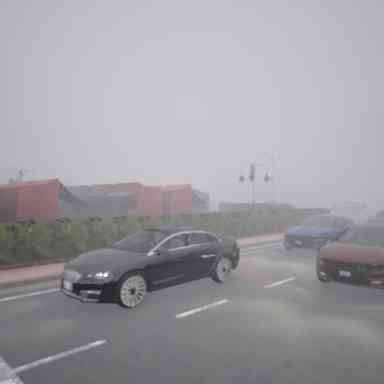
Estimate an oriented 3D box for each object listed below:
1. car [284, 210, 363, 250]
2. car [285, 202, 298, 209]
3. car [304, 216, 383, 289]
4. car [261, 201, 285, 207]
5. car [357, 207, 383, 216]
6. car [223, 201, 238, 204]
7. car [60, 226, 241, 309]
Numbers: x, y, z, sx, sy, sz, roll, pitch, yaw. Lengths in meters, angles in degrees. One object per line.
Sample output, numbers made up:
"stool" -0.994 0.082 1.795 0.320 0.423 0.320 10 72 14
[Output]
"car" 6.037 1.783 15.077 5.008 1.535 1.882 1 -2 -44
"car" 15.076 2.586 54.248 1.970 1.475 3.806 1 -2 -44
"car" 5.343 1.665 9.505 5.008 1.535 1.882 1 -2 -44
"car" 11.095 2.261 50.346 1.932 1.855 4.605 1 -2 -44
"car" 13.088 1.942 21.964 4.902 1.511 2.128 1 -2 -44
"car" 8.746 2.902 69.120 1.970 1.475 3.806 1 -2 -44
"car" -0.754 1.656 8.437 4.902 1.511 2.128 1 -2 -44
